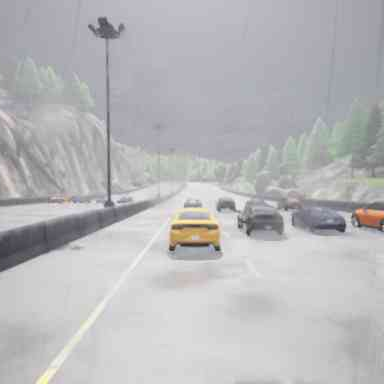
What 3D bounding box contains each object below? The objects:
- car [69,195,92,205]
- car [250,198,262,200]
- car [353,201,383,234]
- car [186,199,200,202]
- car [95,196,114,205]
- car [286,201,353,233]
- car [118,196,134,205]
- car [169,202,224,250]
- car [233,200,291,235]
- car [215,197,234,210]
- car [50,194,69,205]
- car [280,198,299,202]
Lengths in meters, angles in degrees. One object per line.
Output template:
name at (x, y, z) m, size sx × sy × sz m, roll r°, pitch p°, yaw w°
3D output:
car at (-17.504, 1.209, 53.390) m, size 1.837 × 1.490 × 4.892 m, roll 0°, pitch 0°, yaw 0°
car at (7.097, 1.362, 36.958) m, size 1.994 × 1.385 × 4.181 m, roll 0°, pitch 0°, yaw 0°
car at (10.598, 1.253, 18.076) m, size 2.097 × 1.767 × 4.553 m, roll 0°, pitch 0°, yaw 0°
car at (0.098, 1.372, 32.126) m, size 2.033 × 1.411 × 5.357 m, roll 0°, pitch 0°, yaw 0°
car at (-14.004, 1.317, 53.362) m, size 1.895 × 1.301 × 4.718 m, roll 0°, pitch 0°, yaw 0°
car at (7.098, 1.459, 19.094) m, size 1.994 × 1.385 × 4.181 m, roll 0°, pitch 0°, yaw 0°
car at (-10.504, 1.308, 53.393) m, size 2.033 × 1.411 × 5.357 m, roll 0°, pitch 0°, yaw 0°
car at (0.099, 1.401, 13.900) m, size 1.882 × 1.535 × 5.008 m, roll 0°, pitch 0°, yaw 0°
car at (3.598, 1.406, 18.038) m, size 1.837 × 1.490 × 4.892 m, roll 0°, pitch 0°, yaw 0°
car at (3.597, 1.308, 36.015) m, size 1.837 × 1.490 × 4.892 m, roll 0°, pitch 0°, yaw 0°
car at (-21.004, 1.106, 53.389) m, size 1.882 × 1.535 × 5.008 m, roll 0°, pitch 0°, yaw 0°
car at (10.598, 1.329, 36.124) m, size 1.812 × 1.442 × 4.674 m, roll 0°, pitch 0°, yaw 0°
